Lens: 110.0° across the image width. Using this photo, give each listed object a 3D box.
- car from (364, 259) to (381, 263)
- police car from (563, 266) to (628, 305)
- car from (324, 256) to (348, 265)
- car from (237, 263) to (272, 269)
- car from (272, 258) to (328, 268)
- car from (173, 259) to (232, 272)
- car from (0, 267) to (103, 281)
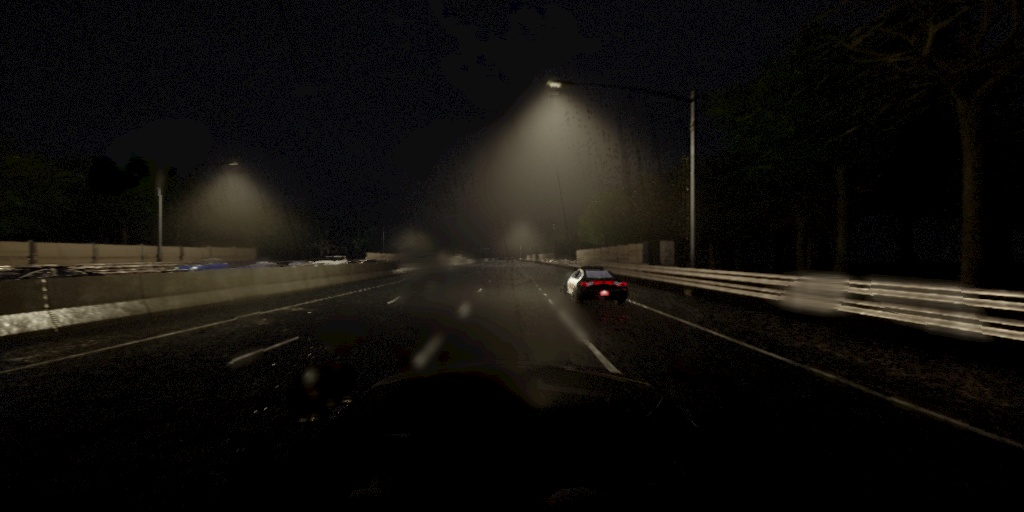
[{"bbox_3d":[-21.013,1.260,54.011,1.882,1.535,5.008,0,0,0],"label":"car"},{"bbox_3d":[3.549,1.253,16.208,2.038,1.542,4.974,0,0,0],"label":"police car"},{"bbox_3d":[-24.528,0.979,48.933,2.150,2.045,5.566,0,0,1],"label":"car"},{"bbox_3d":[-24.545,1.351,35.266,1.895,1.301,4.718,0,0,0],"label":"car"},{"bbox_3d":[-21.059,1.242,35.871,2.128,1.511,4.902,0,0,0],"label":"car"},{"bbox_3d":[-28.067,1.101,32.639,2.097,1.767,4.553,0,0,0],"label":"car"},{"bbox_3d":[-21.092,1.242,15.728,2.128,1.511,4.902,0,0,0],"label":"car"}]
